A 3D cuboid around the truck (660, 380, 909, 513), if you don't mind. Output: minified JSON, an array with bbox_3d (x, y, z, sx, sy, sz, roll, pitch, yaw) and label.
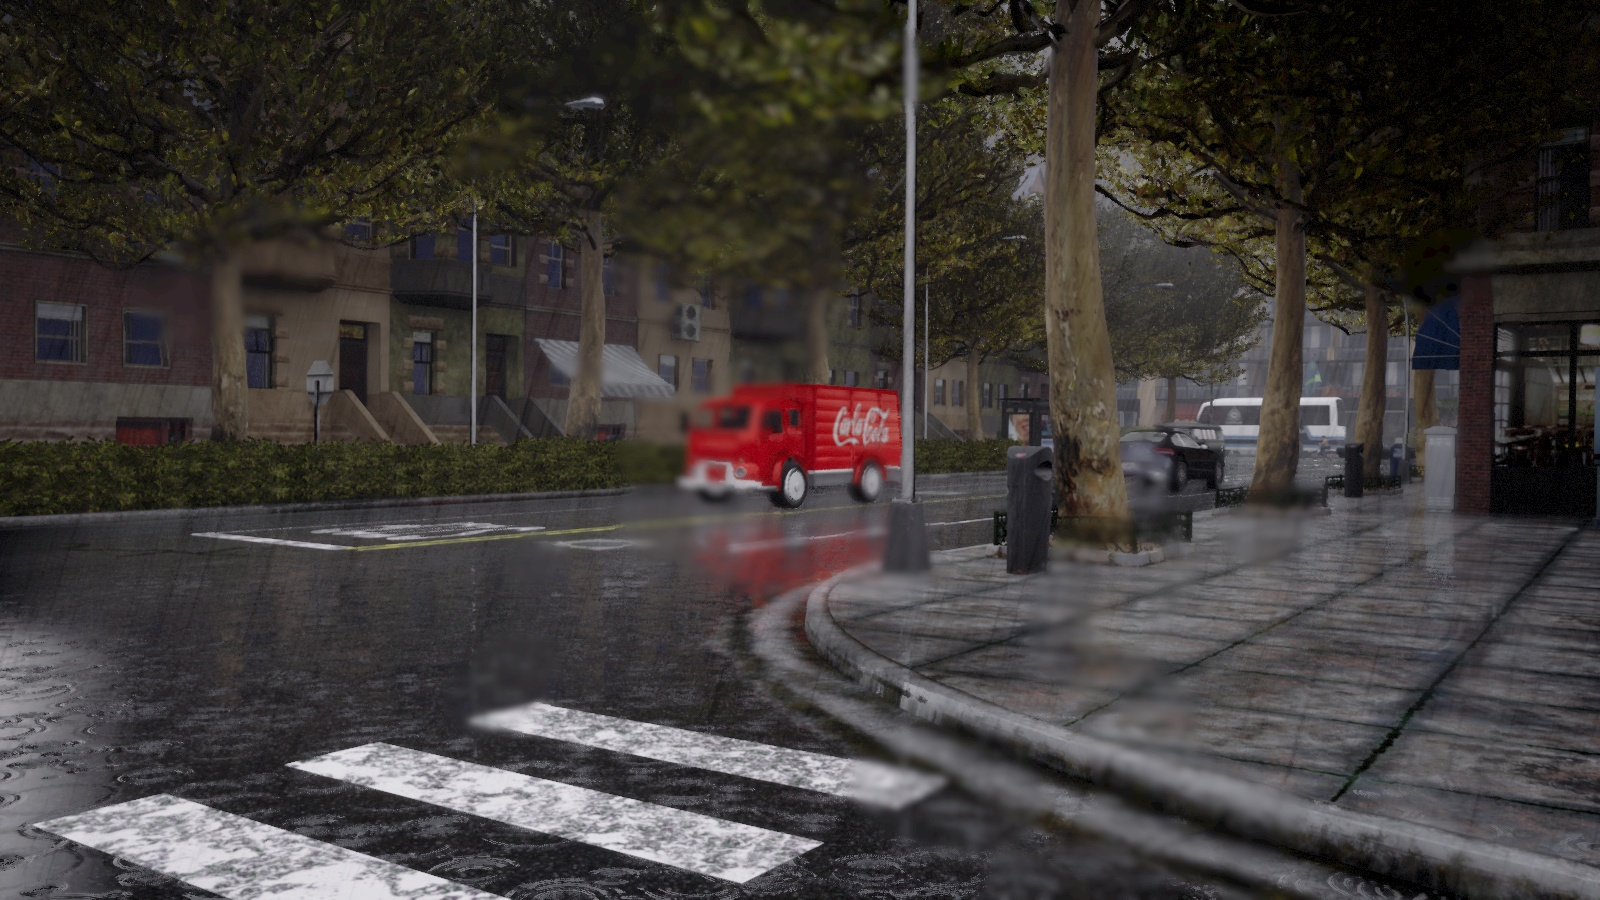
[{"bbox_3d":[-0.180,-0.114,26.109,2.627,2.467,5.204,0,1,34],"label":"truck"}]

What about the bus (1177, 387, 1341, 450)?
[{"bbox_3d":[32.594,-2.163,89.330,10.273,4.253,3.944,0,1,34],"label":"bus"}]

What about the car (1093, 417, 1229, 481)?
[{"bbox_3d":[10.135,-0.061,34.960,2.152,1.651,5.027,0,1,34],"label":"car"}]

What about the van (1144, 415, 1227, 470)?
[{"bbox_3d":[14.729,-0.304,47.845,1.775,1.987,4.442,0,1,34],"label":"van"}]

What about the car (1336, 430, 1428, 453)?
[{"bbox_3d":[34.814,-0.511,75.153,4.718,1.301,1.895,0,1,34],"label":"car"}]
